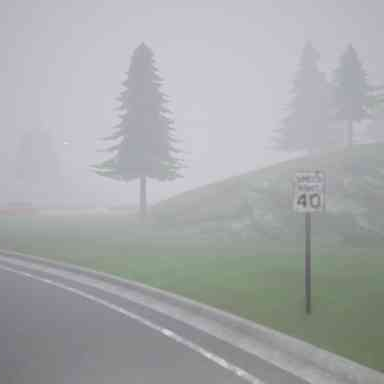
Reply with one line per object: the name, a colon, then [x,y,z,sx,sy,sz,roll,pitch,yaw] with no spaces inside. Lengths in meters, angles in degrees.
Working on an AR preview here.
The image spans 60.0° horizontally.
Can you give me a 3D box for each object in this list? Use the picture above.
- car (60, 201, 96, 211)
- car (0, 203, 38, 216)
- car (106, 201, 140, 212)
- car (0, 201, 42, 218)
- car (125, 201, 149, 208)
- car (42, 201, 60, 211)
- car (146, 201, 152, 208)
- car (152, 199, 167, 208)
car: [-16.971,2.130,50.711,2.128,1.511,4.902,0,-1,36]
car: [-21.194,2.024,38.913,2.033,1.411,5.357,0,-1,36]
car: [-10.056,2.218,48.326,1.895,1.301,4.718,0,-1,36]
car: [-19.172,1.790,35.741,2.097,1.767,4.553,0,-1,36]
car: [-10.778,2.436,65.096,1.895,1.301,4.718,0,-1,36]
car: [-21.256,2.109,50.764,1.882,1.535,5.008,0,-1,36]
car: [-9.375,2.309,55.214,1.895,1.301,4.718,0,-1,36]
car: [-6.892,2.184,64.507,2.097,1.767,4.553,0,-1,36]
